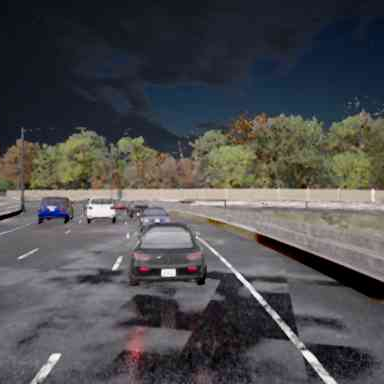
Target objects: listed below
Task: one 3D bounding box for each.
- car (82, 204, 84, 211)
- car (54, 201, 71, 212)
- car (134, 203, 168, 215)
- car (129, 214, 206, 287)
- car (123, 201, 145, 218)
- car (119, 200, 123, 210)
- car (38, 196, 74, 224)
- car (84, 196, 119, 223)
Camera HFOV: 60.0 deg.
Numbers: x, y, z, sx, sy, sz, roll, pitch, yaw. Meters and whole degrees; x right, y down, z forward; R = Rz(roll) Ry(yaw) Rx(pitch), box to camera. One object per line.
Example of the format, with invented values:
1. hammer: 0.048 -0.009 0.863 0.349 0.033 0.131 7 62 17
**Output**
1. car: -12.947 1.774 42.909 2.033 1.411 5.357 0 0 -25
2. car: -16.792 1.831 42.998 1.895 1.301 4.718 0 0 -24
3. car: -2.401 1.655 20.845 2.033 1.411 5.357 0 0 -11
4. car: -0.706 1.574 9.392 1.812 1.442 4.674 0 0 -5
5. car: -5.406 1.676 32.769 1.837 1.490 4.892 0 0 -17
6. car: -10.332 1.800 45.584 1.994 1.385 4.181 0 -1 -23
7. car: -10.853 1.367 26.733 2.150 2.045 5.566 0 0 -15
8. car: -7.311 1.365 27.088 2.150 2.045 5.566 0 0 -14
